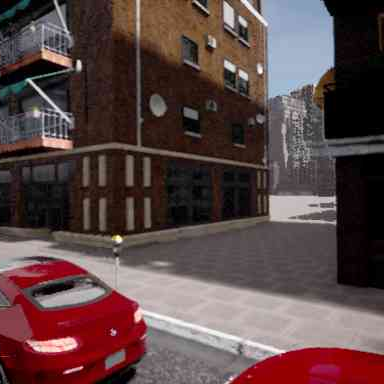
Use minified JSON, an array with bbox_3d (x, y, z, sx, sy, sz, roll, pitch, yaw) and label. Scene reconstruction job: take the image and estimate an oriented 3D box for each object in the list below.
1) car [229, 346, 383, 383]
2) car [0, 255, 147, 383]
[{"bbox_3d":[2.164,1.547,1.434,4.507,1.381,1.887,0,-1,36],"label":"car"},{"bbox_3d":[-2.484,1.574,4.667,4.206,1.307,1.802,0,-1,36],"label":"car"}]
